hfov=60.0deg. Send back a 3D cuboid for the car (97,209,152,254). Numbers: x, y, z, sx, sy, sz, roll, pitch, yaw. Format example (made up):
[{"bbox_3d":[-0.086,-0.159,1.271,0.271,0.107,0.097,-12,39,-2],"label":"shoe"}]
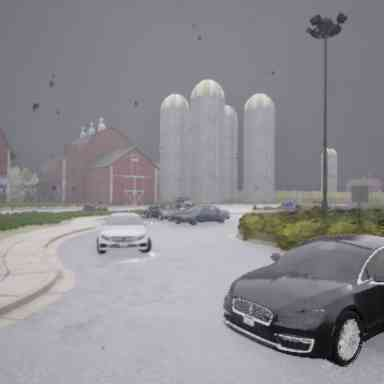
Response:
[{"bbox_3d":[-2.824,1.598,14.021,1.812,1.442,4.674,1,0,-10],"label":"car"}]

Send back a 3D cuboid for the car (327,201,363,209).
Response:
[{"bbox_3d":[18.380,1.976,38.520,5.357,1.411,2.033,1,0,-33],"label":"car"}]

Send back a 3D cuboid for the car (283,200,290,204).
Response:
[{"bbox_3d":[18.883,2.075,61.630,2.242,1.667,4.611,1,0,-36],"label":"car"}]

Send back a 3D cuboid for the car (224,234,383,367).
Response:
[{"bbox_3d":[2.751,1.571,5.980,4.892,1.490,1.837,1,-1,-36],"label":"car"}]

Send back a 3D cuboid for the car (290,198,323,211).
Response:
[{"bbox_3d":[15.390,1.742,42.660,1.932,1.855,4.605,1,0,-36],"label":"car"}]

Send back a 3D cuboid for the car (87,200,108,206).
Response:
[{"bbox_3d":[-11.208,1.678,38.934,1.816,1.474,4.193,1,0,-36],"label":"car"}]

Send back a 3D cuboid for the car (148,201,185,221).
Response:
[{"bbox_3d":[-2.654,1.701,29.250,1.784,1.438,3.905,1,0,-36],"label":"car"}]

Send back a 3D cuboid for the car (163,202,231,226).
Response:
[{"bbox_3d":[0.713,1.729,25.286,5.357,1.411,2.033,1,-1,-45],"label":"car"}]

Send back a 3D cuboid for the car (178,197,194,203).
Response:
[{"bbox_3d":[-0.657,1.637,47.349,1.905,1.878,3.866,1,0,-36],"label":"car"}]
